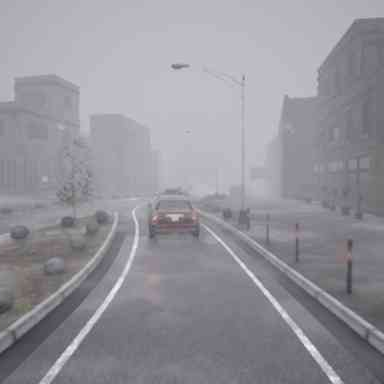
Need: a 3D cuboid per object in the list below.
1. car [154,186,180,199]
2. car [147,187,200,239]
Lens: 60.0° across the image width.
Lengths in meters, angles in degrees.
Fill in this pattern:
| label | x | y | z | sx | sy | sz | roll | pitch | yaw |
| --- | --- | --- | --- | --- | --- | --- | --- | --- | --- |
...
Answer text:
| label | x | y | z | sx | sy | sz | roll | pitch | yaw |
| --- | --- | --- | --- | --- | --- | --- | --- | --- | --- |
| car | -3.031 | 0.090 | 42.024 | 1.837 | 1.490 | 4.892 | 1 | 0 | 14 |
| car | -0.976 | 0.925 | 15.326 | 2.097 | 1.767 | 4.553 | 0 | 4 | -8 |
